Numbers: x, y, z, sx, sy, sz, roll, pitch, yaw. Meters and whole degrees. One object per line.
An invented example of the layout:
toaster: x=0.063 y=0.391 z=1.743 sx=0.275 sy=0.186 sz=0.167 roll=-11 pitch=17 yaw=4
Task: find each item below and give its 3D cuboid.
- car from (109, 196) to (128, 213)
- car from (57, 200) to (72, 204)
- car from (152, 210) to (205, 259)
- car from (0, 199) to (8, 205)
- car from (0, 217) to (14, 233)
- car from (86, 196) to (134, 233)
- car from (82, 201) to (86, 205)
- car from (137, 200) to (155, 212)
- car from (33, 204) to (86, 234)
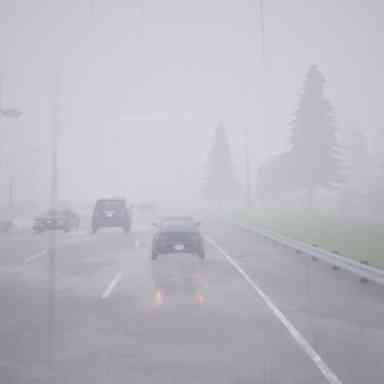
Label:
car: x=-9.656 y=1.568 z=43.402 sx=2.150 sy=2.045 sz=5.566 roll=0 pitch=0 yaw=-16
car: x=-18.785 y=1.902 z=49.119 sx=1.882 sy=1.535 sz=5.008 roll=0 pitch=-1 yaw=-19
car: x=-0.585 y=1.619 z=12.986 sx=1.812 sy=1.442 sz=4.674 roll=0 pitch=0 yaw=-4
car: x=-36.571 y=2.129 z=63.955 sx=1.812 sy=1.442 sz=4.674 roll=0 pitch=0 yaw=-26
car: x=-11.543 y=1.779 z=18.166 sx=1.895 sy=1.301 sz=4.718 roll=0 pitch=0 yaw=-7
car: x=-4.948 y=1.392 z=21.092 sx=2.150 sy=2.045 sz=5.566 roll=0 pitch=0 yaw=-8
car: x=-16.877 y=2.052 z=54.273 sx=1.895 sy=1.301 sz=4.718 roll=0 pitch=0 yaw=-21
car: x=-6.170 y=1.810 z=43.905 sx=1.882 sy=1.535 sz=5.008 roll=0 pitch=0 yaw=-16
car: x=-8.316 y=1.730 z=20.850 sx=2.033 sy=1.411 sz=5.357 roll=0 pitch=0 yaw=-9
